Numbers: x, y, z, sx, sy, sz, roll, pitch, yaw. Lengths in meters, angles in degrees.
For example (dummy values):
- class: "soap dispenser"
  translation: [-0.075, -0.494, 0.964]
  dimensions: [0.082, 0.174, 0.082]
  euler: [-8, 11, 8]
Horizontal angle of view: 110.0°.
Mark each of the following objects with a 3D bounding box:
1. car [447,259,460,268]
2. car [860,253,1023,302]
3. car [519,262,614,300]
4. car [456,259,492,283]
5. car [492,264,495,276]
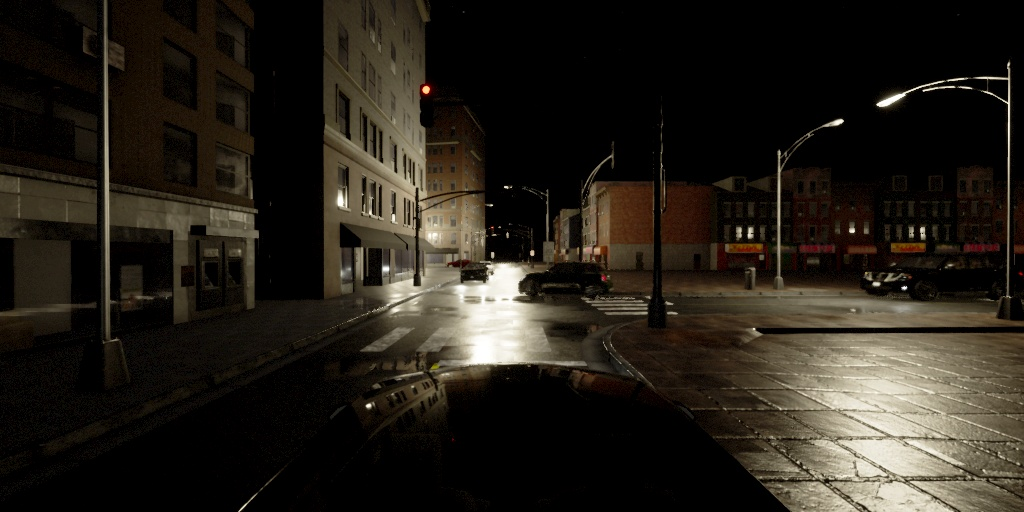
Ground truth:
- class: "car"
  translation: [-8.831, 1.283, 62.343]
  dimensions: [5.008, 1.535, 1.882]
  euler: [0, 0, 9]
- class: "car"
  translation: [19.072, 0.892, 16.049]
  dimensions: [5.566, 2.045, 2.150]
  euler: [0, 0, 0]
- class: "car"
  translation: [2.614, 1.089, 17.693]
  dimensions: [4.553, 1.767, 2.097]
  euler: [0, 0, 25]
- class: "car"
  translation: [-2.838, 1.231, 27.929]
  dimensions: [1.882, 1.535, 5.008]
  euler: [0, 0, 0]
- class: "car"
  translation: [-2.852, 1.282, 38.077]
  dimensions: [1.812, 1.442, 4.674]
  euler: [0, 0, 0]
